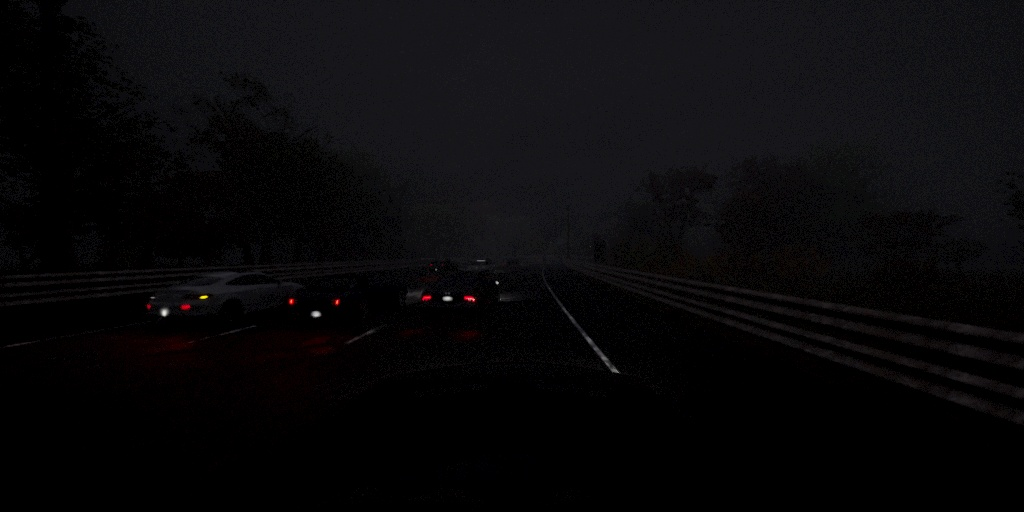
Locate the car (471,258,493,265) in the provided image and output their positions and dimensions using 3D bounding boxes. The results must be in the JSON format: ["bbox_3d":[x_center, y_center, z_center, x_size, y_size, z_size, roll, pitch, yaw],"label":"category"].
[{"bbox_3d":[-2.953,1.123,34.863,1.895,1.301,4.718,0,0,6],"label":"car"}]

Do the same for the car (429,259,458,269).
[{"bbox_3d":[-6.496,1.008,34.445,2.128,1.511,4.902,0,0,6],"label":"car"}]

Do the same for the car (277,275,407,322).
[{"bbox_3d":[-5.148,1.268,11.971,1.895,1.301,4.718,0,0,5],"label":"car"}]

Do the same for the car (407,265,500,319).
[{"bbox_3d":[-1.582,1.221,12.473,2.033,1.411,5.357,0,0,5],"label":"car"}]

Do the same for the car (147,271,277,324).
[{"bbox_3d":[-8.669,1.187,11.441,1.812,1.442,4.674,0,0,5],"label":"car"}]

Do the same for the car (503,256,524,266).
[{"bbox_3d":[0.338,0.861,60.476,2.128,1.511,4.902,0,0,8],"label":"car"}]
